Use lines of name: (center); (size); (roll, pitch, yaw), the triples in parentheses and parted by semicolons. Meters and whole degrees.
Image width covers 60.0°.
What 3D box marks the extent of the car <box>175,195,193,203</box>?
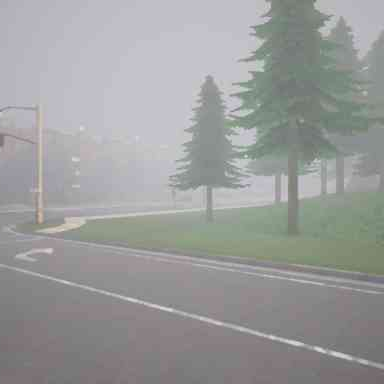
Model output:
car: (-1.634, 1.492, 69.205); (1.837, 1.490, 4.892); (0, 0, 35)

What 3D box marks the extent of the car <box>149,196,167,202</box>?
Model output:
car: (-7.388, 1.516, 73.190); (1.812, 1.442, 4.674); (0, 0, 35)
